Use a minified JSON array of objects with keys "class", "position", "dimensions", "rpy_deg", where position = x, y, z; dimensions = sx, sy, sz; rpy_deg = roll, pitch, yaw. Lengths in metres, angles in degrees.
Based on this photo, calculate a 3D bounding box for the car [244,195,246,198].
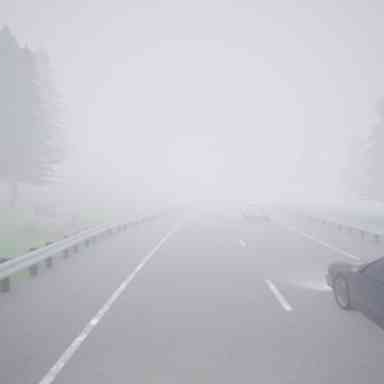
[{"class":"car","position":[12.538,1.099,86.028],"dimensions":[2.097,1.767,4.553],"rpy_deg":[0,0,18]}]

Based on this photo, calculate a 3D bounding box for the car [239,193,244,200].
[{"class":"car","position":[10.784,1.290,80.337],"dimensions":[1.812,1.442,4.674],"rpy_deg":[0,0,17]}]

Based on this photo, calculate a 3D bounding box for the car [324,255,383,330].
[{"class":"car","position":[3.682,1.538,4.638],"dimensions":[2.033,1.411,5.357],"rpy_deg":[0,0,1]}]

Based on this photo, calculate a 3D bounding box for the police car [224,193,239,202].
[{"class":"police car","position":[8.139,1.215,70.833],"dimensions":[1.930,1.638,5.238],"rpy_deg":[0,0,15]}]

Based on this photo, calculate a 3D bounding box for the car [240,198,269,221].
[{"class":"car","position":[4.999,1.449,26.562],"dimensions":[1.812,1.442,4.674],"rpy_deg":[0,0,5]}]
